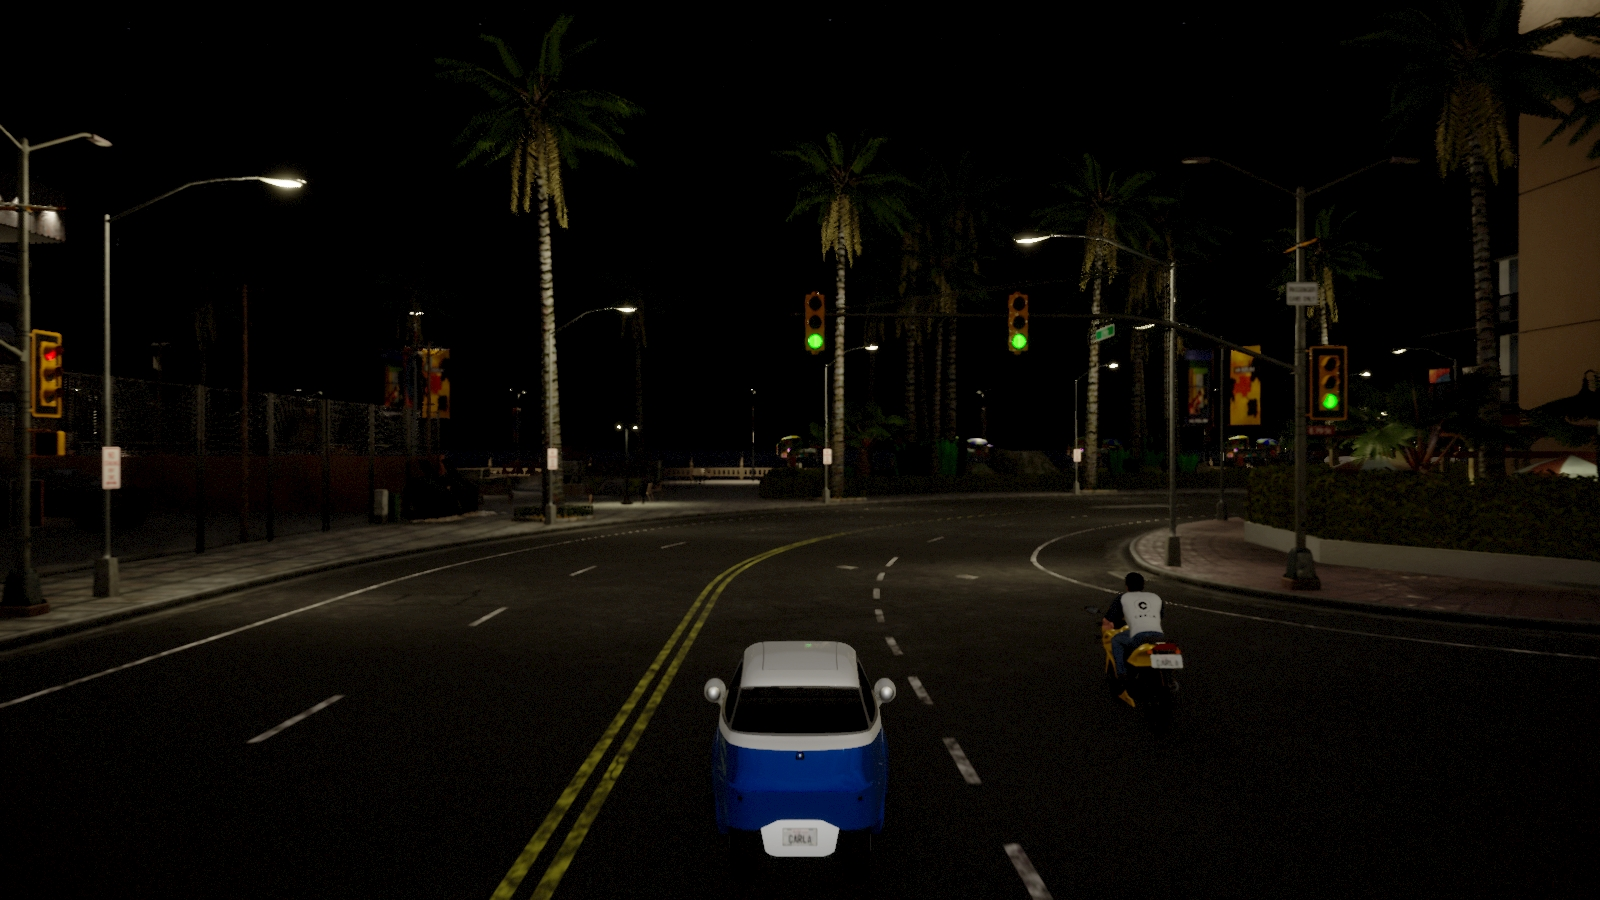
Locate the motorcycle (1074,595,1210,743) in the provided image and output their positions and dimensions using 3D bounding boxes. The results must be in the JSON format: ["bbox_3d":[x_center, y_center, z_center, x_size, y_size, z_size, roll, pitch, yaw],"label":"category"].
[{"bbox_3d":[3.501,2.214,11.891,0.803,1.145,2.033,0,0,0],"label":"motorcycle"}]

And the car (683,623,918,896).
[{"bbox_3d":[0.000,2.121,8.310,1.481,1.376,2.207,0,0,0],"label":"car"}]
